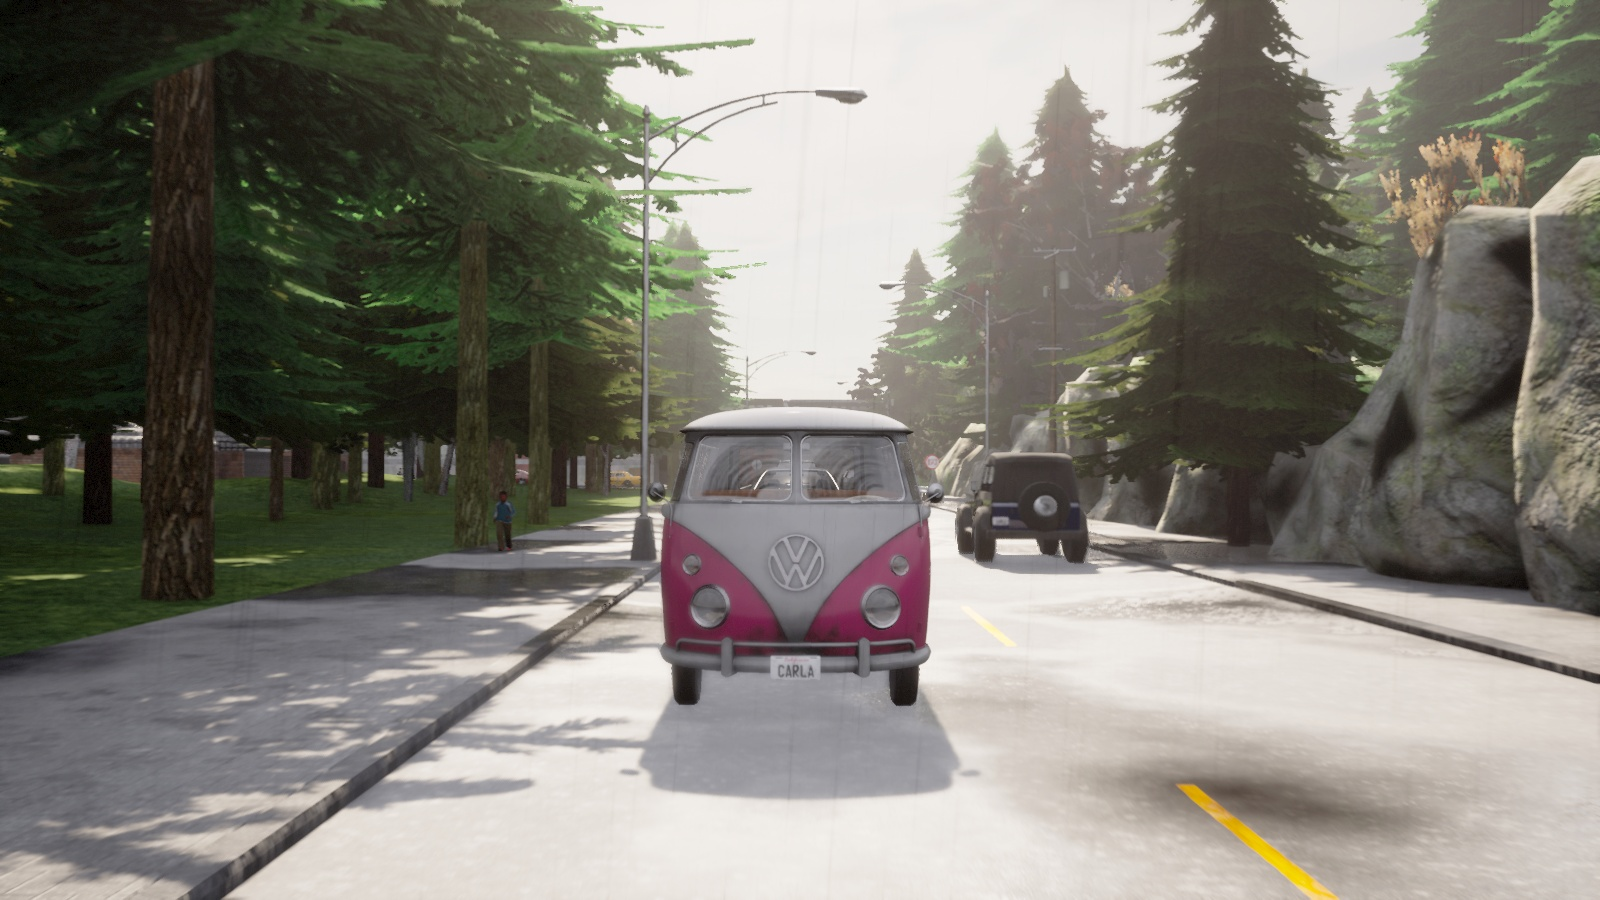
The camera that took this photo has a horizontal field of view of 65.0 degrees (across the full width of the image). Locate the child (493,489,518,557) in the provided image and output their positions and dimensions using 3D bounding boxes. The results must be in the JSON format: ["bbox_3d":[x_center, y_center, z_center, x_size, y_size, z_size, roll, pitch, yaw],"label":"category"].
[{"bbox_3d":[-5.258,1.301,22.459,0.343,1.192,0.448,0,-1,0],"label":"child"}]

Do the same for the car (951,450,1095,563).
[{"bbox_3d":[3.945,0.977,22.858,1.905,1.878,3.866,0,-1,0],"label":"car"}]

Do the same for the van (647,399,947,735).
[{"bbox_3d":[-0.024,0.730,9.680,1.775,1.987,4.442,0,-1,0],"label":"van"}]
